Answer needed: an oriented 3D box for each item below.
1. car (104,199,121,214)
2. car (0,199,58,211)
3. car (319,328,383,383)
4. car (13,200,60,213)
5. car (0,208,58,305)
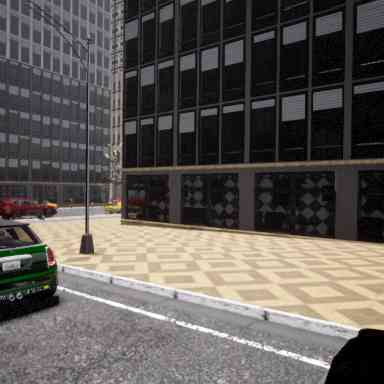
[{"bbox_3d":[-8.099,1.833,39.337,1.752,1.417,4.829,1,0,37],"label":"car"},{"bbox_3d":[-14.913,1.523,30.138,2.192,1.841,5.009,1,0,37],"label":"car"},{"bbox_3d":[3.014,1.601,1.530,4.718,1.301,1.895,0,0,36],"label":"car"},{"bbox_3d":[-18.394,1.647,39.519,1.752,1.417,4.829,1,0,37],"label":"car"},{"bbox_3d":[-4.984,1.349,7.248,4.553,1.767,2.097,0,0,36],"label":"car"}]
